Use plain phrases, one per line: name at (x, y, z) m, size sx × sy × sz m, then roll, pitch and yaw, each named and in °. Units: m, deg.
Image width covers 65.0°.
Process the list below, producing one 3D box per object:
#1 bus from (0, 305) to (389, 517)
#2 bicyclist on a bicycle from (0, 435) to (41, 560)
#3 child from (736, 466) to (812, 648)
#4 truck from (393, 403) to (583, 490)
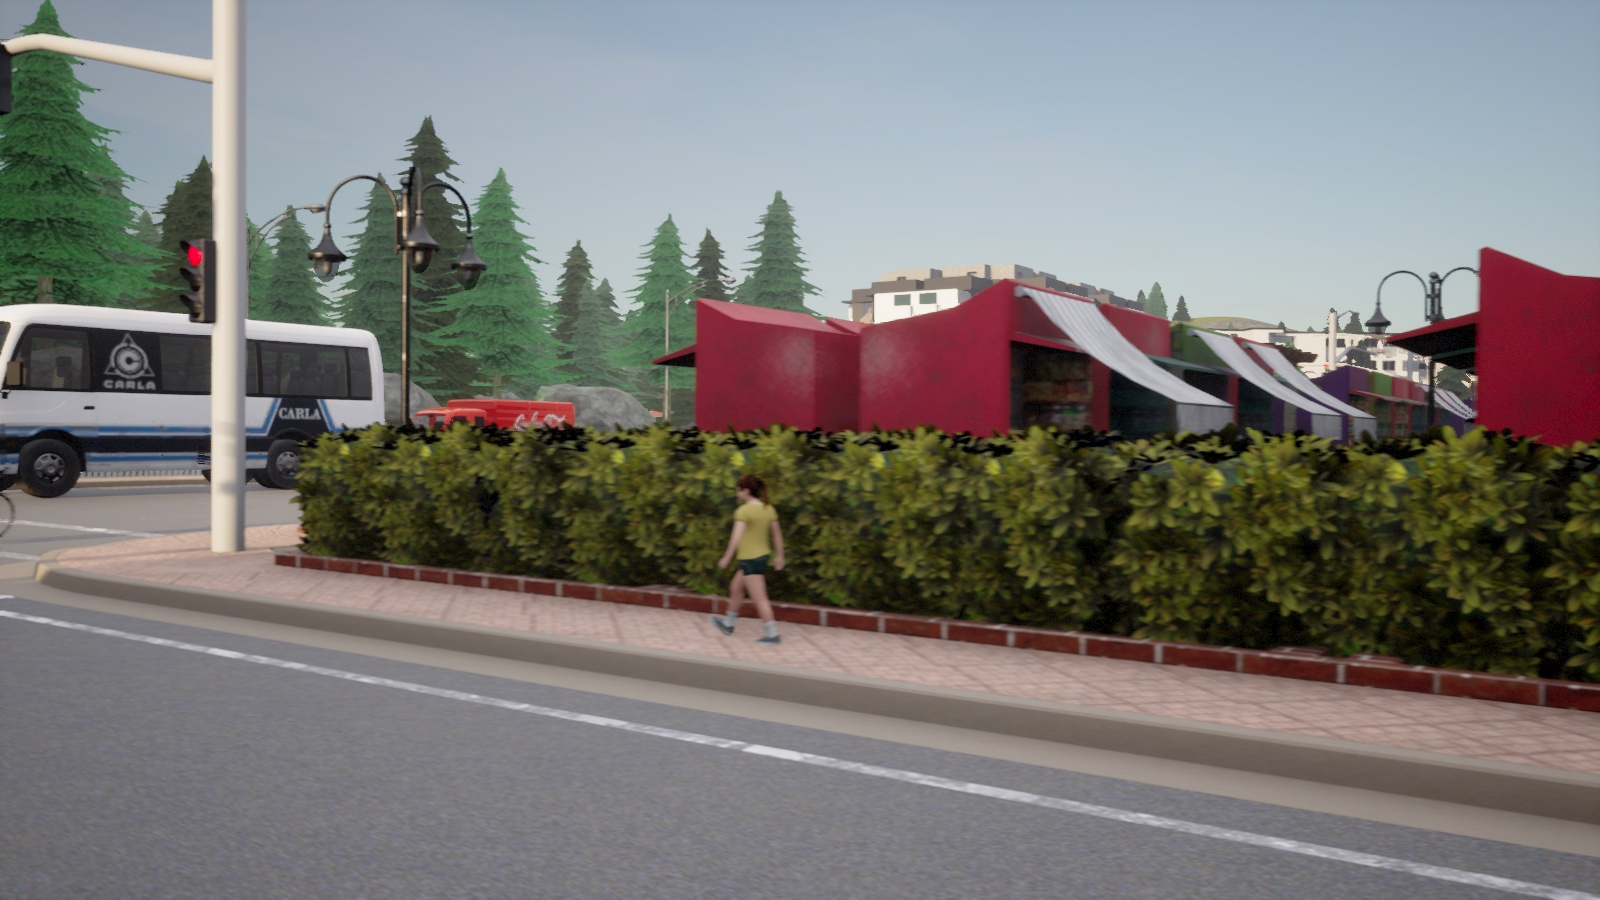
bus at (-15.334, -0.858, 29.821) m, size 3.944 × 4.253 × 10.273 m, roll 0°, pitch 1°, yaw 34°
bicyclist on a bicycle at (-10.716, 0.610, 16.208) m, size 0.582 × 1.620 × 1.656 m, roll 2°, pitch 0°, yaw 10°
child at (-0.165, 0.659, 7.916) m, size 0.394 × 1.110 × 0.255 m, roll 0°, pitch 1°, yaw 31°
truck at (-9.461, -0.142, 38.521) m, size 2.627 × 2.467 × 5.204 m, roll 0°, pitch 1°, yaw 34°
